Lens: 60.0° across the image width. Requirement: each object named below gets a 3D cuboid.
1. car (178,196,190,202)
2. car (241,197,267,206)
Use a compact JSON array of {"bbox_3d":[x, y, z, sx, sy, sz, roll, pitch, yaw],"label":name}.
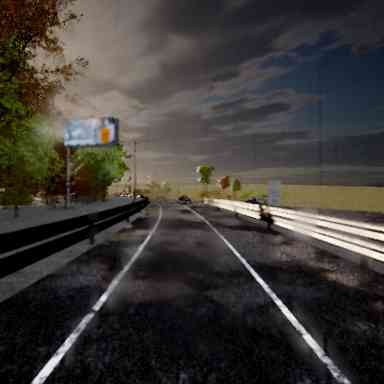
[{"bbox_3d":[-1.915,1.519,77.309,1.994,1.385,4.181,0,0,-18],"label":"car"},{"bbox_3d":[8.478,1.380,45.926,2.128,1.511,4.902,0,0,-18],"label":"car"}]
